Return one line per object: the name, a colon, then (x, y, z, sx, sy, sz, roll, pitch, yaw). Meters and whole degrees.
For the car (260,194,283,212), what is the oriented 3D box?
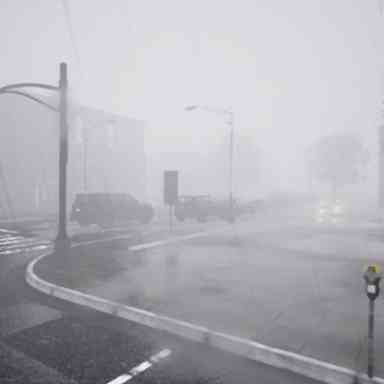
car: (6.961, 1.191, 32.719, 2.008, 1.369, 4.403, 1, 2, 34)

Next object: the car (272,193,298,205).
car: (12.925, 0.919, 46.065, 1.882, 1.535, 5.008, 1, 1, 35)

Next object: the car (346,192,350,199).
car: (28.938, 0.749, 64.694, 1.802, 1.307, 4.206, 1, 2, 34)

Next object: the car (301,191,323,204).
car: (16.380, 1.005, 46.423, 1.947, 1.339, 4.313, 1, 2, 34)

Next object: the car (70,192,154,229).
car: (-4.746, 1.037, 20.446, 2.150, 2.045, 5.566, 1, 1, 34)

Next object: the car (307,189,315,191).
car: (25.166, 0.460, 73.995, 1.967, 1.590, 4.097, 2, 2, 34)

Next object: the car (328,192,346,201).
car: (25.798, 0.786, 60.125, 2.008, 1.369, 4.403, 1, 2, 34)

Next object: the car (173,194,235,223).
car: (0.684, 1.088, 23.578, 2.192, 1.841, 5.009, 1, 2, 34)

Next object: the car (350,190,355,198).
car: (32.175, 0.621, 69.400, 1.752, 1.417, 4.829, 1, 2, 34)

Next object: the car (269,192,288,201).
car: (15.650, 0.753, 60.153, 1.752, 1.417, 4.829, 2, 2, 34)

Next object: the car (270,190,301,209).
car: (10.104, 0.889, 37.282, 2.192, 1.841, 5.009, 1, 2, 34)

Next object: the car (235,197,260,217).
car: (3.822, 1.147, 28.148, 1.967, 1.590, 4.097, 1, 2, 34)

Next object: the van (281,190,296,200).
van: (18.887, 0.498, 64.856, 1.690, 1.788, 3.998, 2, 2, 34)

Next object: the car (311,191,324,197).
car: (31.443, 0.432, 83.132, 2.008, 1.369, 4.403, 2, 2, 34)

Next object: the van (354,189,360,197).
van: (38.360, 0.301, 78.393, 1.690, 1.788, 3.998, 1, 2, 34)

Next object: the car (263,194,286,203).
car: (12.686, 0.965, 51.110, 1.895, 1.301, 4.718, 1, 1, 34)

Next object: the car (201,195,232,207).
car: (3.187, 1.061, 42.023, 1.947, 1.339, 4.313, 2, 2, 34)
